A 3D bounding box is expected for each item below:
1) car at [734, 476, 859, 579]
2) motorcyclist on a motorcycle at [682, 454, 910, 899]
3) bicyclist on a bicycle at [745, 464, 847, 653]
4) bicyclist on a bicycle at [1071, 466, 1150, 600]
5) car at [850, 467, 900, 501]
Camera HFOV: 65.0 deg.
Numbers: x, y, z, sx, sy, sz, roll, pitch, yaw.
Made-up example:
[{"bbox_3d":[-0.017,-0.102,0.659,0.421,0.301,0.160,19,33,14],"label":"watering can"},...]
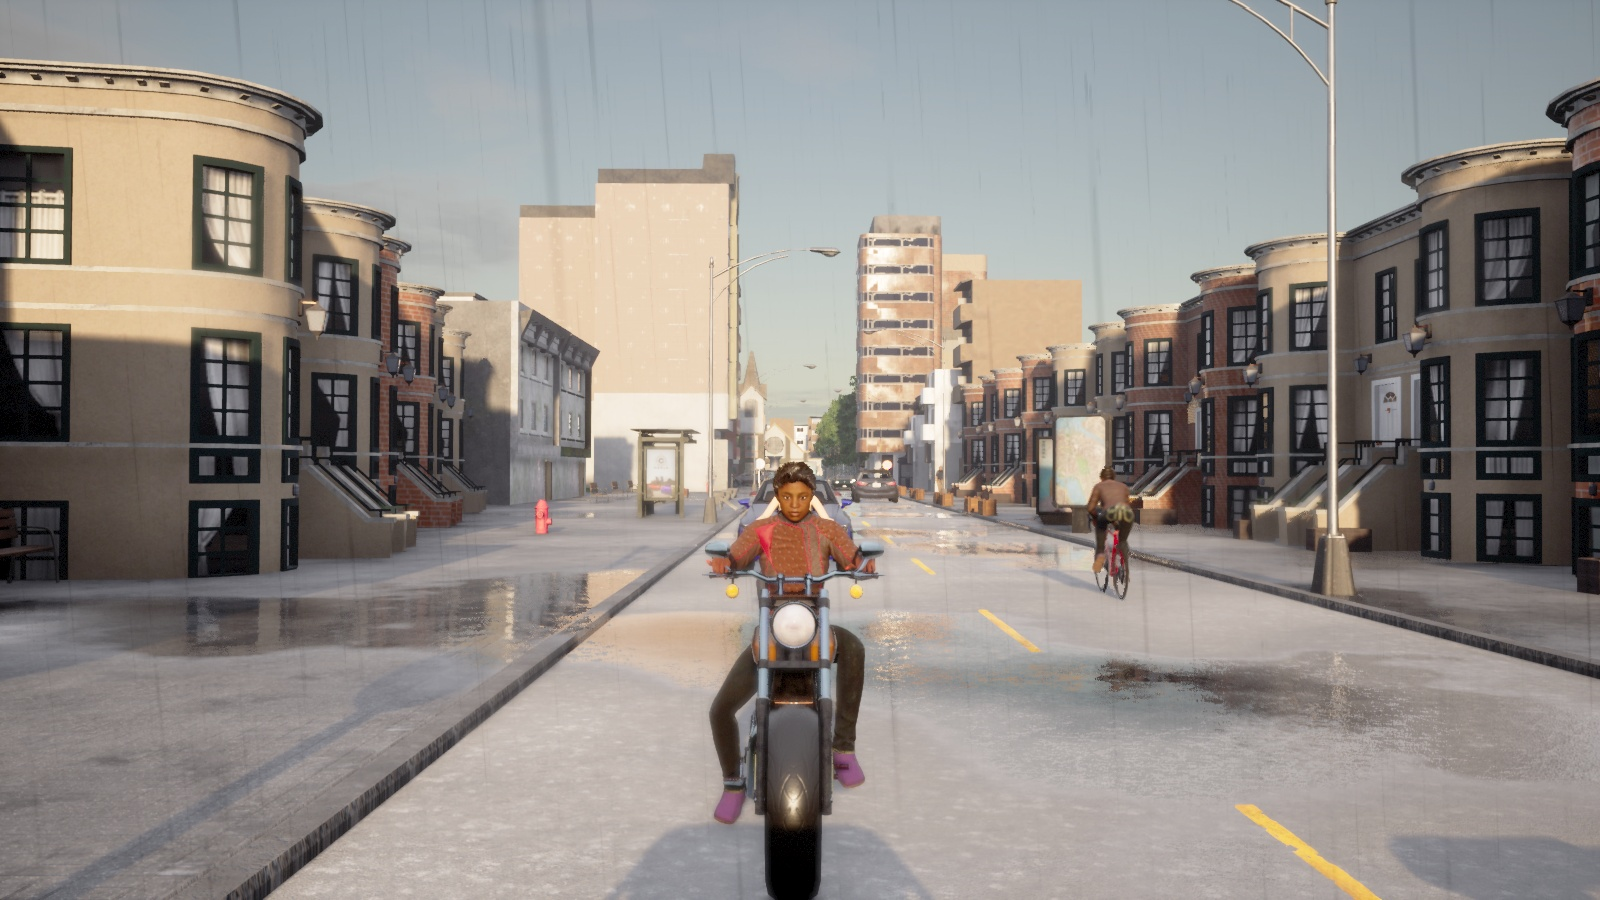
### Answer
[{"bbox_3d":[-0.067,1.170,20.390,1.816,1.474,4.193,0,-1,0],"label":"car"},{"bbox_3d":[-0.019,0.856,5.428,0.766,1.649,2.350,0,-1,0],"label":"motorcyclist on a motorcycle"},{"bbox_3d":[-0.038,0.944,11.512,0.866,1.612,1.509,0,-1,0],"label":"bicyclist on a bicycle"},{"bbox_3d":[3.947,1.021,16.064,0.582,1.620,1.656,0,-1,0],"label":"bicyclist on a bicycle"},{"bbox_3d":[3.792,1.718,64.120,2.242,1.667,4.611,0,-1,0],"label":"car"}]
